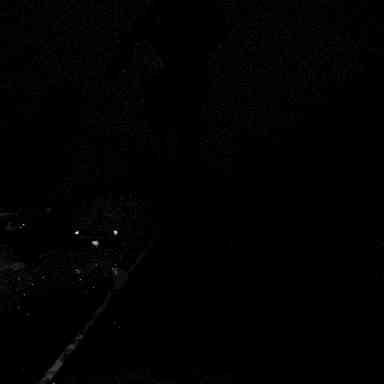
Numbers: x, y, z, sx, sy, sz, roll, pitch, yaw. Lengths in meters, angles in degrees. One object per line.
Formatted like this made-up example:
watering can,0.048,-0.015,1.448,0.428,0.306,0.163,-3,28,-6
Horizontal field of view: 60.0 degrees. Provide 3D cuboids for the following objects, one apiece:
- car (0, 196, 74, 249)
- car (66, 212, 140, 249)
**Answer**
car,-7.067,1.208,14.746,2.150,2.045,5.566,0,0,0
car,-3.571,1.587,14.576,1.895,1.301,4.718,0,0,0
